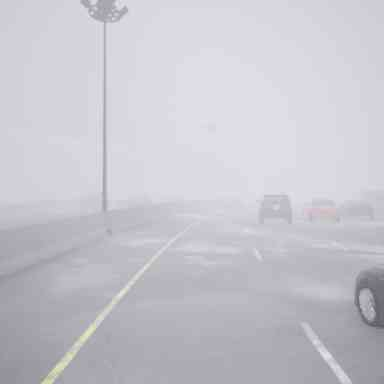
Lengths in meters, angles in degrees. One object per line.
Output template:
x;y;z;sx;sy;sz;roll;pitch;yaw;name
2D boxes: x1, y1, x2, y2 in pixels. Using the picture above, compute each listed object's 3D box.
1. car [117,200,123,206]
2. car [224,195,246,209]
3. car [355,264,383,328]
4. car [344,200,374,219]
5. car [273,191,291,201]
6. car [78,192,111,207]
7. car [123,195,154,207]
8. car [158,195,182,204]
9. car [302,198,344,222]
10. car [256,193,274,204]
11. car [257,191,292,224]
-9.294;1.382;49.433;1.895;1.301;4.718;0;0;19;car
5.543;1.202;42.474;2.097;1.767;4.553;0;0;18;car
3.773;1.500;4.029;1.837;1.490;4.892;0;0;2;car
14.131;1.407;28.820;1.882;1.535;5.008;0;0;13;car
18.852;0.873;69.773;2.150;2.045;5.566;0;0;31;car
-13.706;1.002;47.101;2.150;2.045;5.566;0;0;17;car
-6.935;1.155;45.246;2.097;1.767;4.553;0;0;18;car
-2.948;1.163;46.259;2.097;1.767;4.553;0;0;18;car
9.912;1.280;25.840;2.097;1.767;4.553;0;0;11;car
12.898;1.163;58.371;2.097;1.767;4.553;0;0;26;car
6.013;1.144;24.358;2.150;2.045;5.566;0;0;10;car
